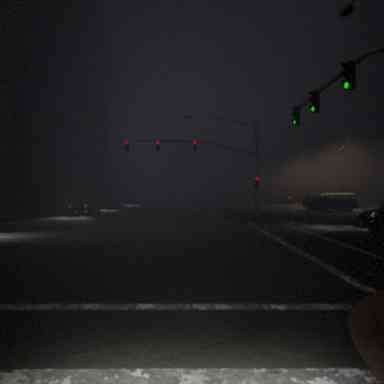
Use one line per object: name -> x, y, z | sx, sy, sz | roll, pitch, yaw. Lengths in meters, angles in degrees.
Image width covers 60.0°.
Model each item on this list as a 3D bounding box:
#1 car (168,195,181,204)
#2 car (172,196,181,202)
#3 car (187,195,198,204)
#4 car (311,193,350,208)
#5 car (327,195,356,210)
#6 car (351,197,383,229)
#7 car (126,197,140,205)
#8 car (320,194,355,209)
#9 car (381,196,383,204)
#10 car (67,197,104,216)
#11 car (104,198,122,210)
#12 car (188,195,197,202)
car -> -3.443, 1.364, 63.950 | 2.097, 1.767, 4.553 | 0, 0, 0
car -> -3.383, 1.471, 74.109 | 1.895, 1.301, 4.718 | 0, 0, 0
car -> 0.057, 1.364, 63.929 | 2.097, 1.767, 4.553 | 0, 0, 0
car -> 21.772, 1.218, 52.442 | 4.605, 1.855, 1.932 | 0, 0, 1
car -> 21.749, 1.459, 46.864 | 3.806, 1.475, 1.970 | 0, 0, 1
car -> 13.237, 1.411, 21.510 | 4.553, 1.767, 2.097 | 0, 0, 1
car -> -10.521, 1.575, 59.340 | 1.994, 1.385, 4.181 | 0, 0, 1
car -> 21.787, 1.428, 49.758 | 3.905, 1.438, 1.784 | 0, 0, 1
car -> 37.005, 1.430, 60.693 | 3.905, 1.438, 1.784 | 0, 0, 1
car -> -10.713, 1.358, 33.080 | 2.097, 1.767, 4.553 | 0, 0, 0
car -> -10.652, 1.556, 44.263 | 2.033, 1.411, 5.357 | 0, 0, 0
car -> 0.117, 1.376, 74.058 | 1.837, 1.490, 4.892 | 0, 0, 0
